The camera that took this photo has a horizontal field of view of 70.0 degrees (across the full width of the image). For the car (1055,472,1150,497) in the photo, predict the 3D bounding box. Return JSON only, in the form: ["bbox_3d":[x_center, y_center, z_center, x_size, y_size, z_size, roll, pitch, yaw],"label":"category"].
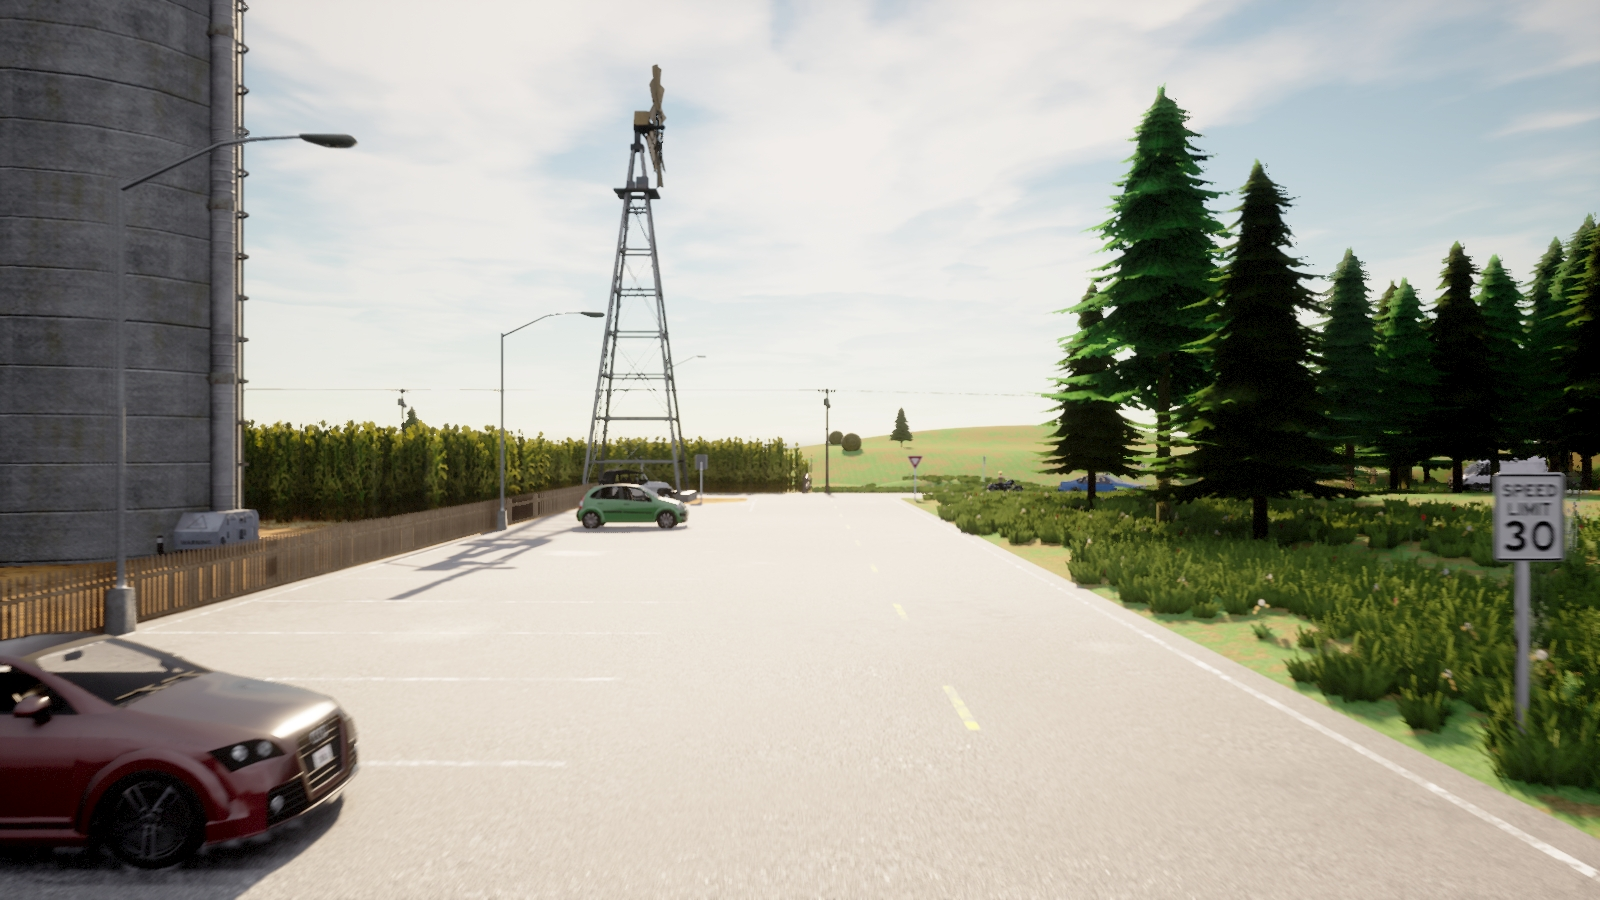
[{"bbox_3d":[18.829,2.106,71.167,5.357,1.411,2.033,0,0,38],"label":"car"}]
